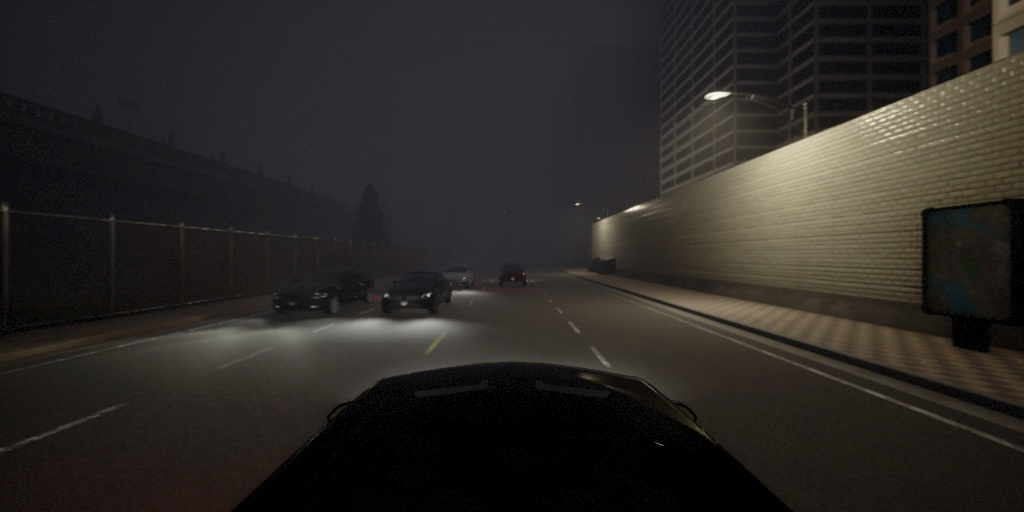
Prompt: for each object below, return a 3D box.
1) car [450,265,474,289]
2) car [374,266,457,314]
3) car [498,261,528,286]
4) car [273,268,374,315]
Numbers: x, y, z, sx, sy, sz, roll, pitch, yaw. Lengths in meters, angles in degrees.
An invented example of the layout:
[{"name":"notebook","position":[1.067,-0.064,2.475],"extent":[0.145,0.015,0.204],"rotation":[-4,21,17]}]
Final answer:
[{"name":"car","position":[-3.541,1.300,23.504],"extent":[1.812,1.442,4.674],"rotation":[0,0,0]},{"name":"car","position":[-3.517,1.294,14.014],"extent":[1.812,1.442,4.674],"rotation":[0,0,0]},{"name":"car","position":[0.054,1.295,25.542],"extent":[1.812,1.442,4.674],"rotation":[0,0,0]},{"name":"car","position":[-7.017,1.252,13.942],"extent":[1.882,1.535,5.008],"rotation":[0,0,0]}]
